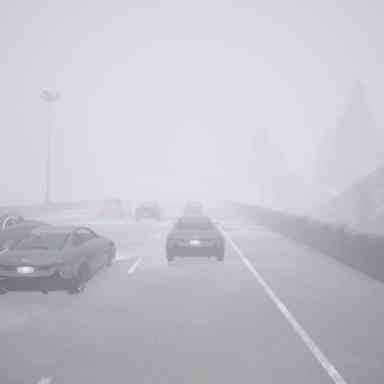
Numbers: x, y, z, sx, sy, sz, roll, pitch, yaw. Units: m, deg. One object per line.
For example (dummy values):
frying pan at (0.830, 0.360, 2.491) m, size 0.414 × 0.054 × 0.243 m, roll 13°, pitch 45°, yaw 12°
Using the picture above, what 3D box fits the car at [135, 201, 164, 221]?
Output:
car at (-3.390, 1.483, 27.257) m, size 1.882 × 1.535 × 5.008 m, roll 0°, pitch 0°, yaw 0°

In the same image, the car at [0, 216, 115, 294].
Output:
car at (-3.396, 1.566, 8.801) m, size 1.994 × 1.385 × 4.181 m, roll 0°, pitch 0°, yaw 0°

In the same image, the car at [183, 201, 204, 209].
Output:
car at (0.112, 1.554, 31.349) m, size 2.033 × 1.411 × 5.357 m, roll 0°, pitch 0°, yaw 0°

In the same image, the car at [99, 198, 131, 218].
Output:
car at (-6.889, 1.358, 30.280) m, size 2.097 × 1.767 × 4.553 m, roll 0°, pitch 0°, yaw 0°

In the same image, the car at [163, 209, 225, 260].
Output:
car at (0.105, 1.566, 12.530) m, size 1.994 × 1.385 × 4.181 m, roll 0°, pitch 0°, yaw 0°

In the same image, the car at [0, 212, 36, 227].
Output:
car at (-6.895, 1.494, 12.331) m, size 2.128 × 1.511 × 4.902 m, roll 0°, pitch 0°, yaw 0°
